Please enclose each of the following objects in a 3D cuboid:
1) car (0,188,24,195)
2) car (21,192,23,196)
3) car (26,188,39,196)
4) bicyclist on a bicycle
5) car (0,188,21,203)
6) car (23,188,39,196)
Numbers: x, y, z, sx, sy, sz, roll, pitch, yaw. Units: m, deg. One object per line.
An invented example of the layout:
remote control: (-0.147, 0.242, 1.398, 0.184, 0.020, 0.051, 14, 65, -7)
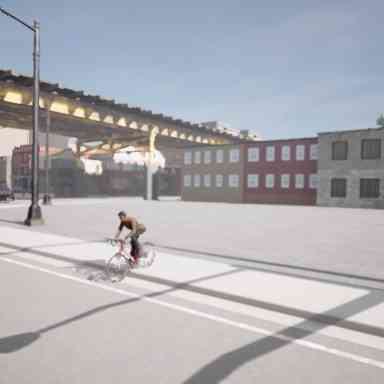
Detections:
car: (-31.889, -0.098, 57.890, 4.536, 1.218, 1.853, 1, 1, 6)
car: (-31.840, 0.060, 57.886, 4.974, 1.542, 2.038, 1, 1, 6)
car: (-28.338, -0.050, 59.169, 1.853, 1.218, 4.536, 1, 1, -24)
bicyclist on a bicycle: (-1.485, 1.223, 8.007, 0.582, 1.620, 1.656, 2, 10, 35)
car: (-22.592, 0.549, 37.882, 2.128, 1.511, 4.902, 1, 1, 20)
car: (-28.320, 0.108, 59.123, 2.038, 1.542, 4.974, 1, 1, -24)
